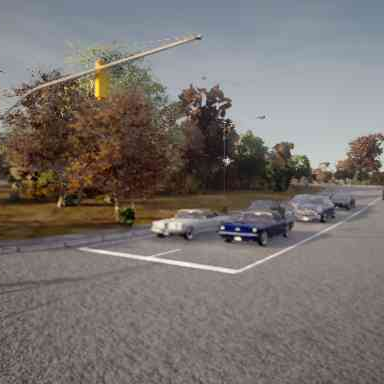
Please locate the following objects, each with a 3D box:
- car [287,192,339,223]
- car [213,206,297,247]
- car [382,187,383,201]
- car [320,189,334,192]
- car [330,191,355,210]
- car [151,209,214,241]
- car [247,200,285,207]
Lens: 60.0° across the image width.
[{"bbox_3d":[8.668,1.111,23.616,2.097,1.767,4.553,0,2,34],"label":"car"},{"bbox_3d":[3.079,1.563,15.355,1.895,1.301,4.718,0,1,34],"label":"car"},{"bbox_3d":[24.568,-0.014,40.561,2.150,2.045,5.566,0,3,34],"label":"car"},{"bbox_3d":[16.841,0.416,41.844,2.128,1.511,4.902,0,3,35],"label":"car"},{"bbox_3d":[14.627,0.907,32.411,2.033,1.411,5.357,0,3,34],"label":"car"},{"bbox_3d":[0.021,1.568,17.080,1.895,1.301,4.718,0,1,34],"label":"car"},{"bbox_3d":[5.464,1.322,25.128,2.033,1.411,5.357,0,2,34],"label":"car"}]
